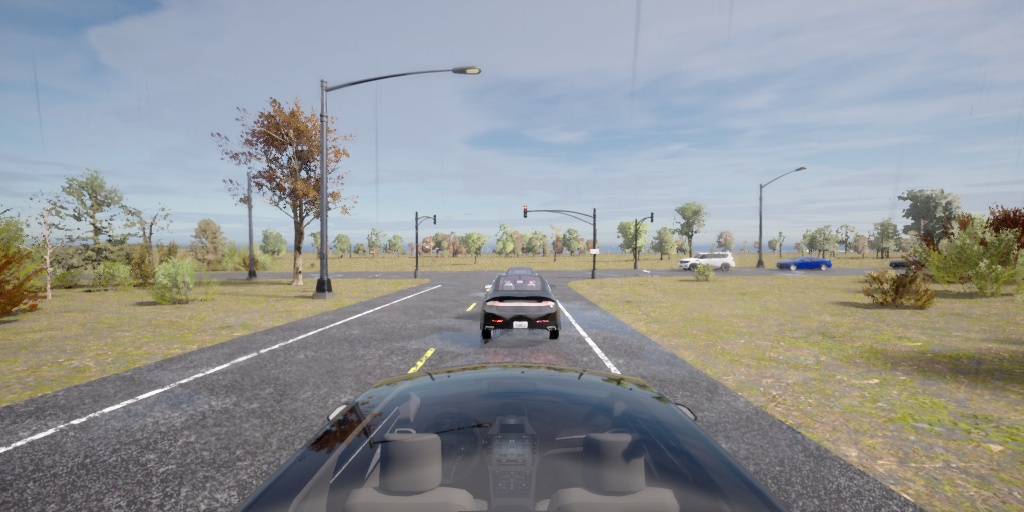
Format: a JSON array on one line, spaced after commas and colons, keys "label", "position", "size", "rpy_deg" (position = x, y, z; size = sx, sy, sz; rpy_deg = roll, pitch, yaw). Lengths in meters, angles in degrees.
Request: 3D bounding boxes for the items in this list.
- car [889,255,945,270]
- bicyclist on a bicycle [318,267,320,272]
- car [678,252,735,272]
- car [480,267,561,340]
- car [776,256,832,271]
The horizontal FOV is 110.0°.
[{"label": "car", "position": [43.038, 0.656, 37.881], "size": [5.008, 1.535, 1.882], "rpy_deg": [0, 2, 5]}, {"label": "bicyclist on a bicycle", "position": [-25.337, 1.326, 47.877], "size": [0.582, 1.620, 1.656], "rpy_deg": [-1, 0, 5]}, {"label": "car", "position": [21.553, 0.629, 39.795], "size": [5.566, 2.045, 2.150], "rpy_deg": [-1, 1, 5]}, {"label": "car", "position": [0.221, 1.235, 9.976], "size": [2.128, 1.511, 4.902], "rpy_deg": [0, 0, 1]}, {"label": "car", "position": [31.611, 0.775, 38.906], "size": [5.008, 1.535, 1.882], "rpy_deg": [-1, 1, 5]}]
